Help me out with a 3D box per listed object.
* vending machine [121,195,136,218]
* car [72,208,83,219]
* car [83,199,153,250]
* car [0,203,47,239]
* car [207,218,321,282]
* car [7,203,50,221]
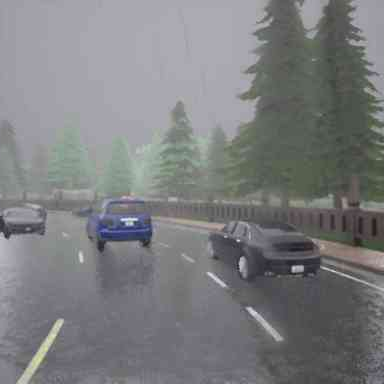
[{"bbox_3d":[-6.123,1.386,32.257,1.100,2.100,0.880,0,0,-44],"label":"vending machine"},{"bbox_3d":[-8.734,1.789,29.190,1.895,1.301,4.718,0,0,-43],"label":"car"},{"bbox_3d":[-3.426,1.313,15.074,2.150,2.045,5.566,0,0,-23],"label":"car"},{"bbox_3d":[-9.663,1.620,18.834,1.882,1.535,5.008,0,-1,-35],"label":"car"},{"bbox_3d":[1.864,1.545,10.044,1.837,1.490,4.892,0,0,-14],"label":"car"},{"bbox_3d":[-14.775,1.749,29.976,4.674,1.442,1.812,-1,-1,41],"label":"car"}]
